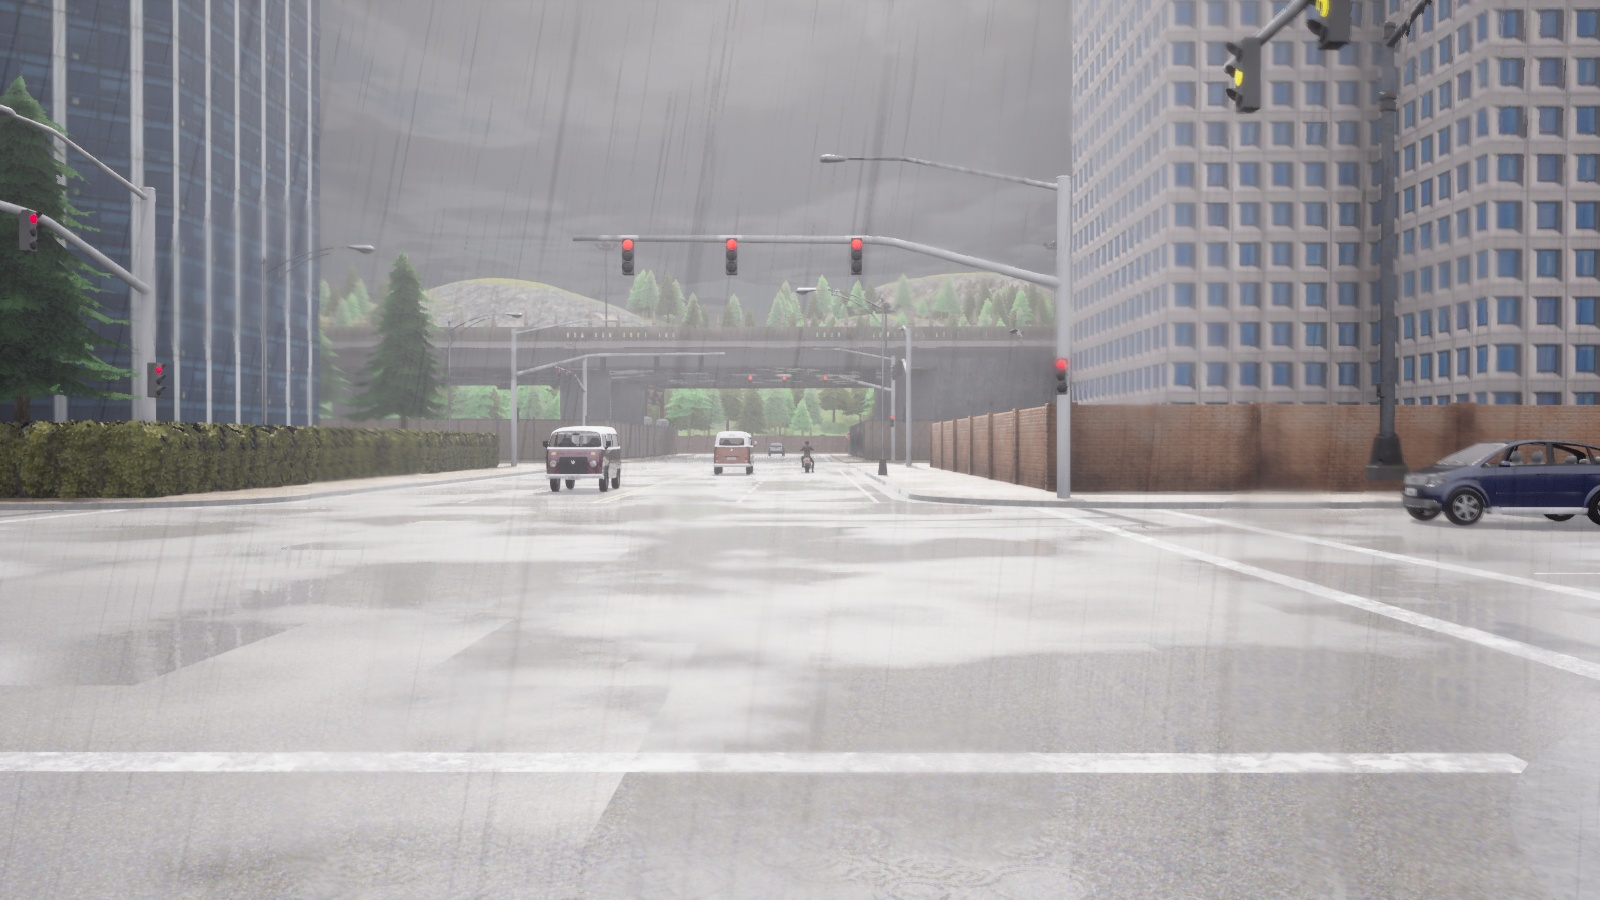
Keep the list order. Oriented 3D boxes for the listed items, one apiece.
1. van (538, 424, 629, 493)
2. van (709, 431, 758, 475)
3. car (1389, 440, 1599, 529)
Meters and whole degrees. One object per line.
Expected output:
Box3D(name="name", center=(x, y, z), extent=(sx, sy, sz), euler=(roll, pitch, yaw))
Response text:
Box3D(name="van", center=(-6.770, 0.240, 39.687), extent=(2.069, 2.038, 4.480), euler=(0, 0, 0))
Box3D(name="van", center=(-3.158, 0.126, 60.408), extent=(2.069, 2.038, 4.480), euler=(0, 0, 0))
Box3D(name="car", center=(13.058, 0.606, 22.997), extent=(3.705, 1.549, 1.789), euler=(0, 0, 1))
